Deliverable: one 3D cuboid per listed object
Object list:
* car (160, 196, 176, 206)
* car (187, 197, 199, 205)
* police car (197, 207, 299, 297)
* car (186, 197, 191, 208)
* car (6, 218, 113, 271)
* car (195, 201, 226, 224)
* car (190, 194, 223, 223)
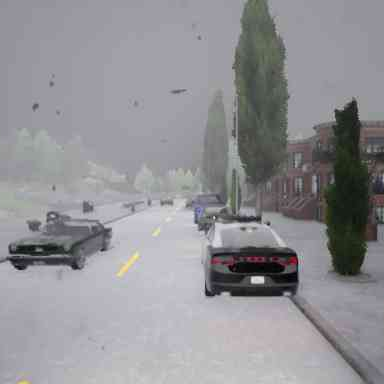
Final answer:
[{"bbox_3d":[-3.979,1.455,53.052,1.882,1.535,5.008,0,0,0],"label":"car"},{"bbox_3d":[0.125,1.539,58.925,1.994,1.385,4.181,0,0,0],"label":"car"},{"bbox_3d":[1.218,1.422,8.728,1.930,1.638,5.238,0,0,0],"label":"police car"},{"bbox_3d":[0.115,1.582,46.190,1.895,1.301,4.718,0,0,1],"label":"car"},{"bbox_3d":[-4.077,1.596,11.089,1.895,1.301,4.718,0,0,0],"label":"car"},{"bbox_3d":[1.238,1.497,18.618,1.837,1.490,4.892,0,0,0],"label":"car"},{"bbox_3d":[1.191,1.163,24.648,2.150,2.045,5.566,-3,0,0],"label":"car"}]
